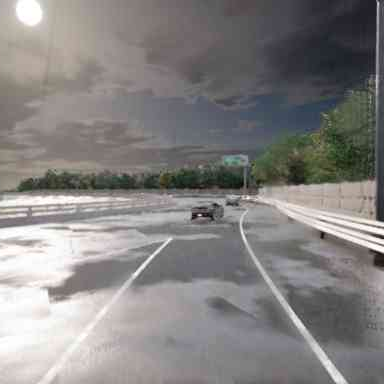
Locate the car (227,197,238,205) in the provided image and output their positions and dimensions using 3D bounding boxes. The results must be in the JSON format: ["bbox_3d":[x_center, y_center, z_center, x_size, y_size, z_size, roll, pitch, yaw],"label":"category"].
[{"bbox_3d":[6.802,1.565,57.294,1.994,1.385,4.181,0,0,2],"label":"car"}]

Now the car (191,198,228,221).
[{"bbox_3d":[1.330,1.500,27.369,1.837,1.490,4.892,1,0,18],"label":"car"}]
